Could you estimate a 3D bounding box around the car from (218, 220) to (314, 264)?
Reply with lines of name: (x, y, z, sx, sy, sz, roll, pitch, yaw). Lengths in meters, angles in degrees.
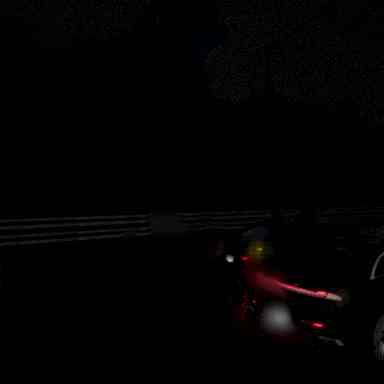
car: (2.886, 1.584, 10.002, 4.674, 1.442, 1.812, 1, 0, -35)

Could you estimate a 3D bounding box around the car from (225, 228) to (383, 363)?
car: (3.194, 1.535, 5.953, 4.902, 1.511, 2.128, 1, 0, -35)
